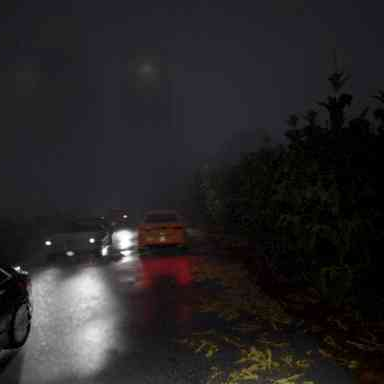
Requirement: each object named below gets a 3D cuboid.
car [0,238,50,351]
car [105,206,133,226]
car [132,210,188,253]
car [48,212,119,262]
[{"bbox_3d":[-3.447,1.668,3.674,1.837,1.490,4.892,-3,0,-4],"label":"car"},{"bbox_3d":[-5.370,1.752,24.328,1.895,1.301,4.718,-3,0,-5],"label":"car"},{"bbox_3d":[-1.264,1.519,14.227,1.882,1.535,5.008,-3,0,-5],"label":"car"},{"bbox_3d":[-4.339,1.778,13.433,1.895,1.301,4.718,-3,0,-6],"label":"car"}]
